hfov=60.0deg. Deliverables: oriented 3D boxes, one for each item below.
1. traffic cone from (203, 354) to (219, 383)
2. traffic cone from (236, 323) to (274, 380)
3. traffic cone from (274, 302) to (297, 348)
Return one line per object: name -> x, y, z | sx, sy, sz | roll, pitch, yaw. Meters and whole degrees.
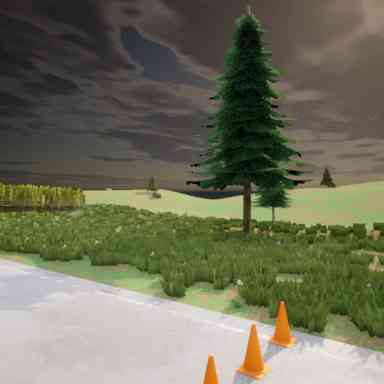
traffic cone -> 0.195, 1.955, 3.394 | 0.340, 0.580, 0.340 | 0, 0, 36
traffic cone -> 0.780, 1.955, 4.205 | 0.340, 0.580, 0.340 | 0, 0, 36
traffic cone -> 1.364, 1.955, 5.017 | 0.340, 0.580, 0.340 | 0, 0, 36
